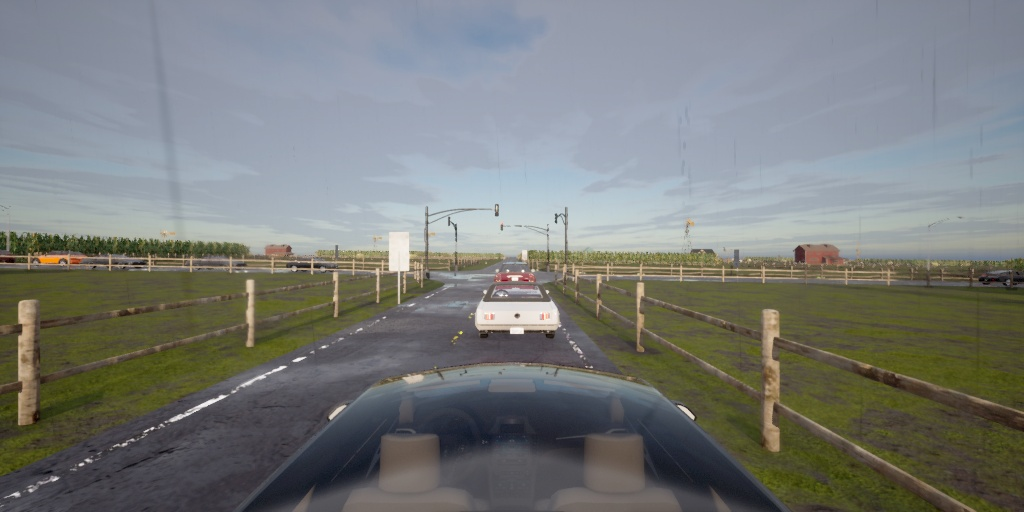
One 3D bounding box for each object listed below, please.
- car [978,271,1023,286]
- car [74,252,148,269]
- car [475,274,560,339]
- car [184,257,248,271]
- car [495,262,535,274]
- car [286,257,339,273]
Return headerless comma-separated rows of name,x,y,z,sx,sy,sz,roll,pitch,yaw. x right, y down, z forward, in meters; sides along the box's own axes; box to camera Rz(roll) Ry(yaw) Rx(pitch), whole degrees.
car,50.703,2.256,36.485,4.892,1.490,1.837,1,0,0
car,-40.745,0.570,36.727,5.357,1.411,2.033,1,0,1
car,0.120,1.351,10.080,1.895,1.301,4.718,0,0,0
car,-30.223,0.759,36.694,5.357,1.411,2.033,1,0,1
car,0.171,1.103,19.068,2.097,1.767,4.553,0,0,1
car,-20.334,0.896,36.664,4.892,1.490,1.837,1,0,0
